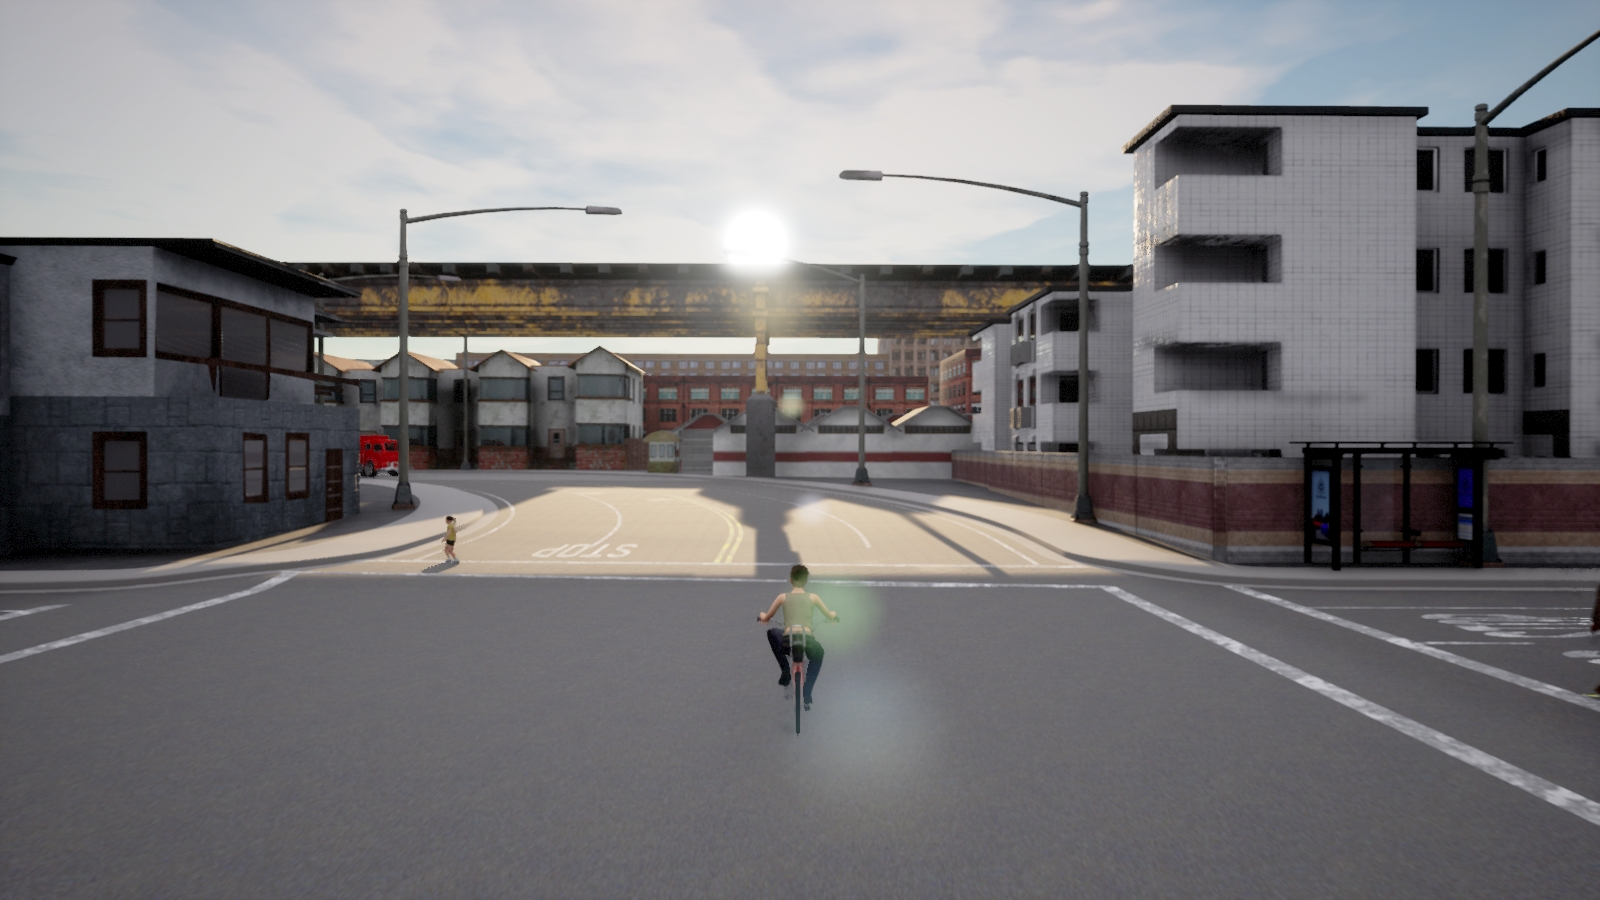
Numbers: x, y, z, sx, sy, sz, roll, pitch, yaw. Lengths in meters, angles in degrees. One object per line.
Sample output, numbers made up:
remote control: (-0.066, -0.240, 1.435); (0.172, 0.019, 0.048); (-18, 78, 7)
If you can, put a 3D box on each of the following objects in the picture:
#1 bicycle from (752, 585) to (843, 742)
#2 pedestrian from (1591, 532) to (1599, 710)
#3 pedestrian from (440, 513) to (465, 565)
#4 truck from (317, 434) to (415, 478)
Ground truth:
bicycle: (-0.015, 2.109, 11.540); (0.859, 1.301, 1.487); (0, 0, 0)
pedestrian: (8.585, 1.799, 11.937); (0.375, 1.860, 0.375); (0, 0, -1)
pedestrian: (-7.687, 1.964, 25.306); (0.500, 1.100, 0.500); (0, 0, -13)
truck: (-25.601, 0.368, 67.352); (5.204, 2.467, 2.627); (0, -1, 28)
